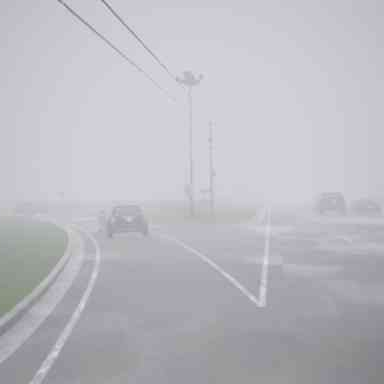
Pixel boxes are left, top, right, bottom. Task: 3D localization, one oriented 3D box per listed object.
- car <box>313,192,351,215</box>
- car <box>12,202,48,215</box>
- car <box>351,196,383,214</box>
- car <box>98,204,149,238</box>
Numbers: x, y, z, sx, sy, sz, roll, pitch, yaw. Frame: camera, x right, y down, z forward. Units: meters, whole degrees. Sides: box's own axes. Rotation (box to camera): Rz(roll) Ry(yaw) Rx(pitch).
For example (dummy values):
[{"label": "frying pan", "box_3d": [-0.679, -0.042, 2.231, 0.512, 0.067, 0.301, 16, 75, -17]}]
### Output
[{"label": "car", "box_3d": [12.540, 1.014, 30.505, 2.150, 2.045, 5.566, -1, 0, 13]}, {"label": "car", "box_3d": [-18.534, 1.865, 37.976, 5.357, 1.411, 2.033, -1, 0, 37]}, {"label": "car", "box_3d": [16.441, 1.291, 31.761, 1.994, 1.385, 4.181, -1, 0, 13]}, {"label": "car", "box_3d": [-3.957, 1.423, 18.549, 2.097, 1.767, 4.553, -1, 0, -23]}]
